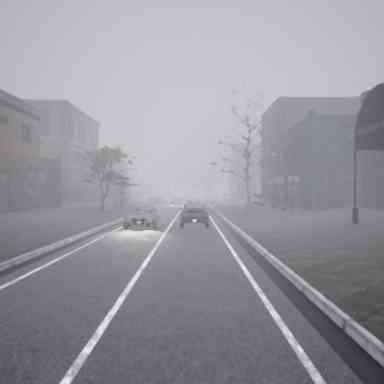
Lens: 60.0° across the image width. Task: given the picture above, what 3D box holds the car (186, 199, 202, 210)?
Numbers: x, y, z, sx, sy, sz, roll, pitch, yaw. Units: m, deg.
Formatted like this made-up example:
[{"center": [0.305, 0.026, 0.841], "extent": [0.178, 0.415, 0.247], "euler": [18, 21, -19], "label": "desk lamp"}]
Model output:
[{"center": [0.229, 1.551, 42.222], "extent": [1.895, 1.301, 4.718], "euler": [0, 0, 0], "label": "car"}]

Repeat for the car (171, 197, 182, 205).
[{"center": [-2.849, 1.594, 61.415], "extent": [2.128, 1.511, 4.902], "euler": [0, -1, 1], "label": "car"}]

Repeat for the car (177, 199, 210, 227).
[{"center": [0.167, 1.483, 22.629], "extent": [1.837, 1.490, 4.892], "euler": [0, 0, 0], "label": "car"}]

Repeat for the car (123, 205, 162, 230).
[{"center": [-3.035, 1.545, 20.982], "extent": [1.994, 1.385, 4.181], "euler": [0, 0, 0], "label": "car"}]
